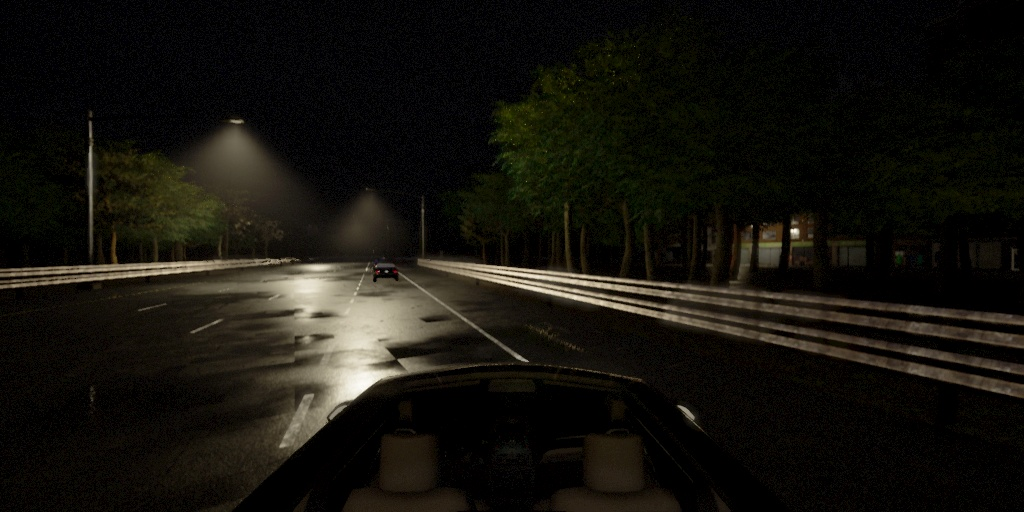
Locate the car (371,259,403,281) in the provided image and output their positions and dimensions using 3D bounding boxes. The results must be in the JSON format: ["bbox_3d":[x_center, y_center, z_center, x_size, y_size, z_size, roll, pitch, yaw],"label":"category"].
[{"bbox_3d":[-10.162,1.207,28.719,2.033,1.411,5.357,0,0,-21],"label":"car"}]
